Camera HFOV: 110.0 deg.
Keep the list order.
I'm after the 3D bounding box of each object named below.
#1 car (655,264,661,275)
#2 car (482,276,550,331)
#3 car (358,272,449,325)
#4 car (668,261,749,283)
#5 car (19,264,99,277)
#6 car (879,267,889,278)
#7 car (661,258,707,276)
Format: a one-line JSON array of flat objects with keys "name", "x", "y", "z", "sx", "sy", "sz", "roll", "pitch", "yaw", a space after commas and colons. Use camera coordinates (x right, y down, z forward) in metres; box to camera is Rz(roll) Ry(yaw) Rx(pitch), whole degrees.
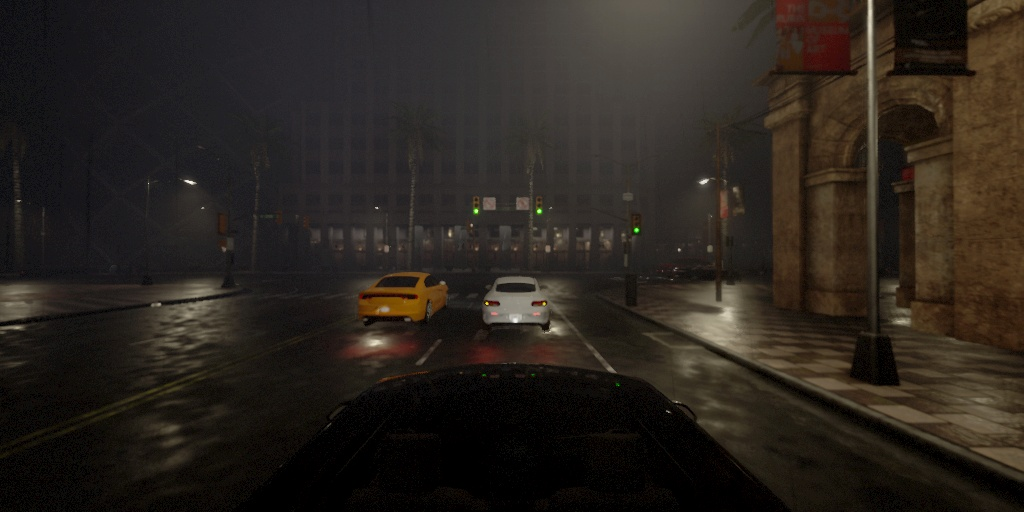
[{"name": "car", "x": 18.738, "y": 1.198, "z": 39.485, "sx": 5.566, "sy": 2.045, "sz": 2.150, "roll": 0, "pitch": 0, "yaw": 0}, {"name": "car", "x": 0.139, "y": 1.332, "z": 11.093, "sx": 1.812, "sy": 1.442, "sz": 4.674, "roll": 0, "pitch": 0, "yaw": 1}, {"name": "car", "x": -3.419, "y": 1.289, "z": 12.155, "sx": 1.882, "sy": 1.535, "sz": 5.008, "roll": 0, "pitch": 0, "yaw": 0}, {"name": "car", "x": 15.739, "y": 1.404, "z": 28.919, "sx": 4.902, "sy": 1.511, "sz": 2.128, "roll": 0, "pitch": 0, "yaw": 0}, {"name": "car", "x": -48.785, "y": 1.521, "z": 38.773, "sx": 2.033, "sy": 1.411, "sz": 5.357, "roll": 1, "pitch": 3, "yaw": 39}, {"name": "car", "x": 34.933, "y": 1.518, "z": 35.931, "sx": 4.181, "sy": 1.385, "sz": 1.994, "roll": 0, "pitch": 0, "yaw": 0}, {"name": "car", "x": 17.877, "y": 1.309, "z": 35.986, "sx": 4.553, "sy": 1.767, "sz": 2.097, "roll": 0, "pitch": 0, "yaw": 0}]
